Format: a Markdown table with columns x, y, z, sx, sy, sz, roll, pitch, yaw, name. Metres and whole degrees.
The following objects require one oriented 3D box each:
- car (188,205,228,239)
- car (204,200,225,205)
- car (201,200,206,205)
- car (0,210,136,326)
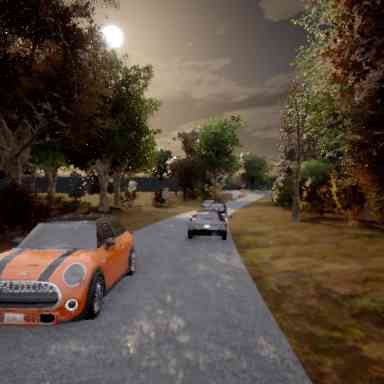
| x | y | z | sx | sy | sz | roll | pitch | yaw | name |
| --- | --- | --- | --- | --- | --- | --- | --- | --- | --- |
| 0.864 | 1.621 | 17.833 | 1.994 | 1.385 | 4.181 | 0 | 0 | 4 | car |
| 2.878 | 1.832 | 36.243 | 2.033 | 1.411 | 5.357 | 0 | -1 | 8 | car |
| 2.624 | 1.954 | 51.296 | 2.128 | 1.511 | 4.902 | 1 | 0 | 12 | car |
| -2.646 | 1.348 | 7.345 | 2.097 | 1.767 | 4.553 | 0 | 0 | 2 | car |
